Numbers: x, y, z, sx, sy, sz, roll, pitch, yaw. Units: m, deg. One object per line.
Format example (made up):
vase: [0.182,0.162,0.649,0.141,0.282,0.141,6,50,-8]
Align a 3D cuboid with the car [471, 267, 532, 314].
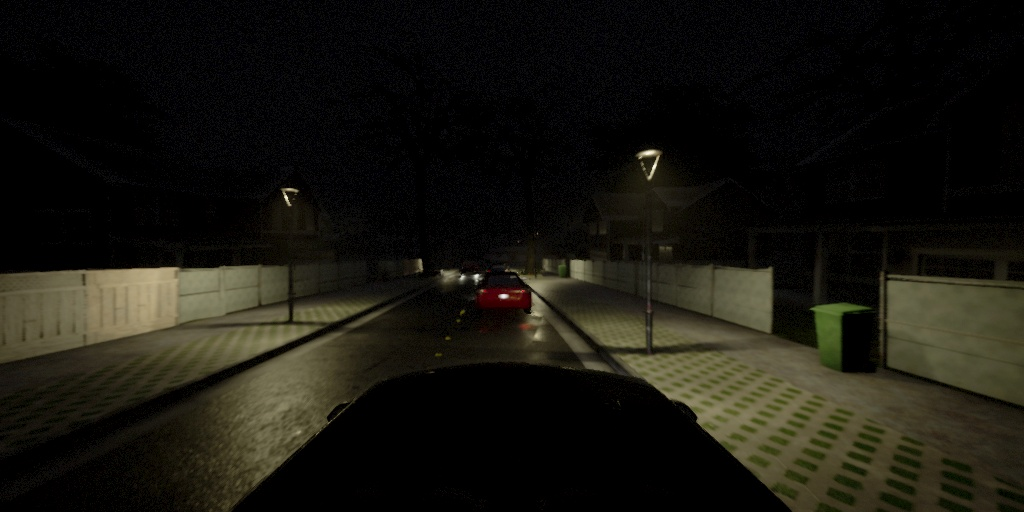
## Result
car: [-0.356,1.282,13.723,1.994,1.385,4.181,0,0,-3]

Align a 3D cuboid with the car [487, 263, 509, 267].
car: [-1.129,1.279,29.086,1.994,1.385,4.181,0,0,-3]

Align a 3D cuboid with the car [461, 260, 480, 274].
car: [-4.650,1.226,40.394,1.882,1.535,5.008,0,0,-3]
